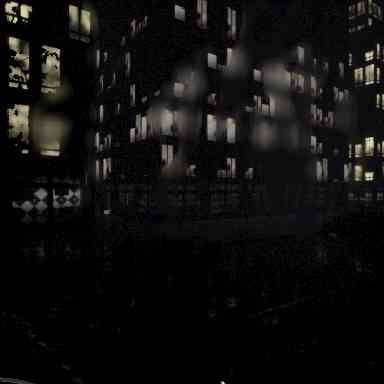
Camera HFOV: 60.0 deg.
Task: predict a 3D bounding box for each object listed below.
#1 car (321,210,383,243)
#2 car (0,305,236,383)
[{"bbox_3d":[8.140,1.563,16.226,4.313,1.339,1.947,0,0,-36],"label":"car"},{"bbox_3d":[-1.853,1.506,2.000,4.892,1.490,1.837,-1,0,-35],"label":"car"}]
